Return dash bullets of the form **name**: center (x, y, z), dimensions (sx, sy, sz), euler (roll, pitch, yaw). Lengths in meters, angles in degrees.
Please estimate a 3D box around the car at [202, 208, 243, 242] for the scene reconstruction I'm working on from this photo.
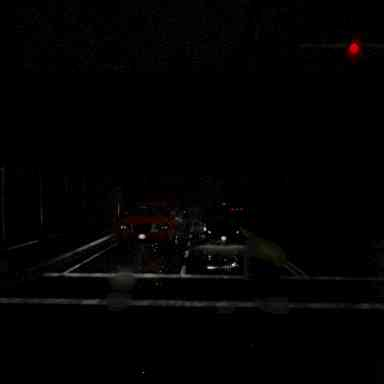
- **car**: center (1.590, 1.876, 18.677), dimensions (2.033, 1.411, 5.357), euler (0, -1, 1)

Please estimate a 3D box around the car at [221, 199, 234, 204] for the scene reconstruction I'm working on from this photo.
- **car**: center (6.012, 2.140, 55.240), dimensions (2.150, 2.045, 5.566), euler (0, -1, 1)

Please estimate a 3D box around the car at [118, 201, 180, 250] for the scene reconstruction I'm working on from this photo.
- **car**: center (-1.963, 1.497, 16.248), dimensions (2.150, 2.045, 5.566), euler (0, -1, 1)

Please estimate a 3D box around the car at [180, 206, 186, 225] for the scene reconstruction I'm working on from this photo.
- **car**: center (-1.746, 2.028, 25.996), dimensions (1.895, 1.301, 4.718), euler (0, -1, 1)

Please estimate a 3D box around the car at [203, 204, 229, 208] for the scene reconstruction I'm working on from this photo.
- **car**: center (1.820, 2.002, 28.070), dimensions (1.812, 1.442, 4.674), euler (0, -1, 1)

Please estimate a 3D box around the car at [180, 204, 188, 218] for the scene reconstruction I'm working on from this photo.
- **car**: center (-1.464, 2.092, 37.926), dimensions (1.882, 1.535, 5.008), euler (0, -1, 2)

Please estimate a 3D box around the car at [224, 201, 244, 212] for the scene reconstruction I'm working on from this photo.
- **car**: center (5.820, 2.303, 44.862), dimensions (2.033, 1.411, 5.357), euler (0, -1, 2)

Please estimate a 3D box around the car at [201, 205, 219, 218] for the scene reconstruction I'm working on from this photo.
- **car**: center (2.045, 2.237, 38.266), dimensions (1.895, 1.301, 4.718), euler (0, -1, 1)
